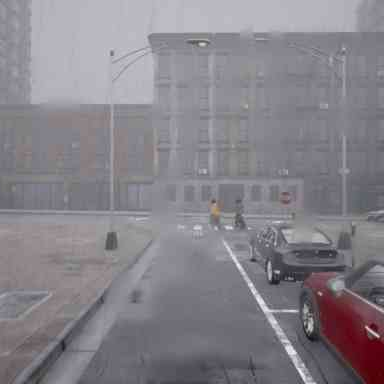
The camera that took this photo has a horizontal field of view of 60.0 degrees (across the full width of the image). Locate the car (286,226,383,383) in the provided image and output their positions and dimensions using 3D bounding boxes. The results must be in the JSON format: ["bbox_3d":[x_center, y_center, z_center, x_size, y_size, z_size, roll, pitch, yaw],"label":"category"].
[{"bbox_3d":[2.664,1.441,3.771,1.967,1.590,4.097,0,0,0],"label":"car"}]

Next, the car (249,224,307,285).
[{"bbox_3d":[2.693,1.553,9.274,2.008,1.369,4.403,0,0,0],"label":"car"}]

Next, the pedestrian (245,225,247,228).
[{"bbox_3d":[2.873,1.298,19.797,0.375,1.860,0.375,0,0,0],"label":"pedestrian"}]

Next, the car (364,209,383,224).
[{"bbox_3d":[17.194,1.961,28.247,4.674,1.442,1.812,1,0,1],"label":"car"}]

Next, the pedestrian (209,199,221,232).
[{"bbox_3d":[1.302,1.298,18.607,0.375,1.860,0.375,0,0,0],"label":"pedestrian"}]

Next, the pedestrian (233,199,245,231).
[{"bbox_3d":[2.706,1.298,19.194,0.375,1.860,0.375,0,0,0],"label":"pedestrian"}]
